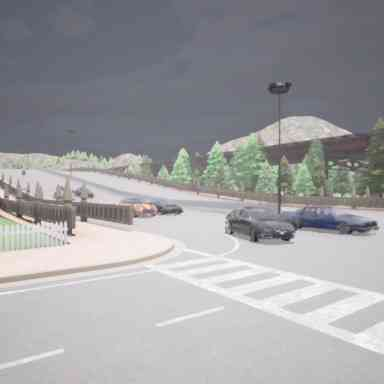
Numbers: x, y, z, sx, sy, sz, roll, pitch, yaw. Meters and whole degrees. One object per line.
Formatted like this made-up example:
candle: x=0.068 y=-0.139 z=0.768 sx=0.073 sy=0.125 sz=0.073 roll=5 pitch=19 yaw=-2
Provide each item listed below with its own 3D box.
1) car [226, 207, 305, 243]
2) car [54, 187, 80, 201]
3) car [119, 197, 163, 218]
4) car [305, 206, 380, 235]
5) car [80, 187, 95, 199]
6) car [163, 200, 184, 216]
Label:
car: x=3.164 y=1.503 z=16.279 sx=1.837 sy=1.490 sz=4.892 roll=1 pitch=-1 yaw=-15
car: x=-17.975 y=0.181 z=47.057 sx=2.097 sy=1.767 sz=4.553 roll=0 pitch=6 yaw=-37
car: x=-4.951 y=1.331 z=29.784 sx=2.097 sy=1.767 sz=4.553 roll=0 pitch=0 yaw=-37
car: x=7.604 y=1.542 z=19.062 sx=2.033 sy=1.411 sz=5.357 roll=0 pitch=0 yaw=-37
car: x=-16.473 y=0.110 z=50.907 sx=1.837 sy=1.490 sz=4.892 roll=0 pitch=6 yaw=-37
car: x=-3.016 y=1.515 z=33.019 sx=2.033 sy=1.411 sz=5.357 roll=0 pitch=1 yaw=-37
